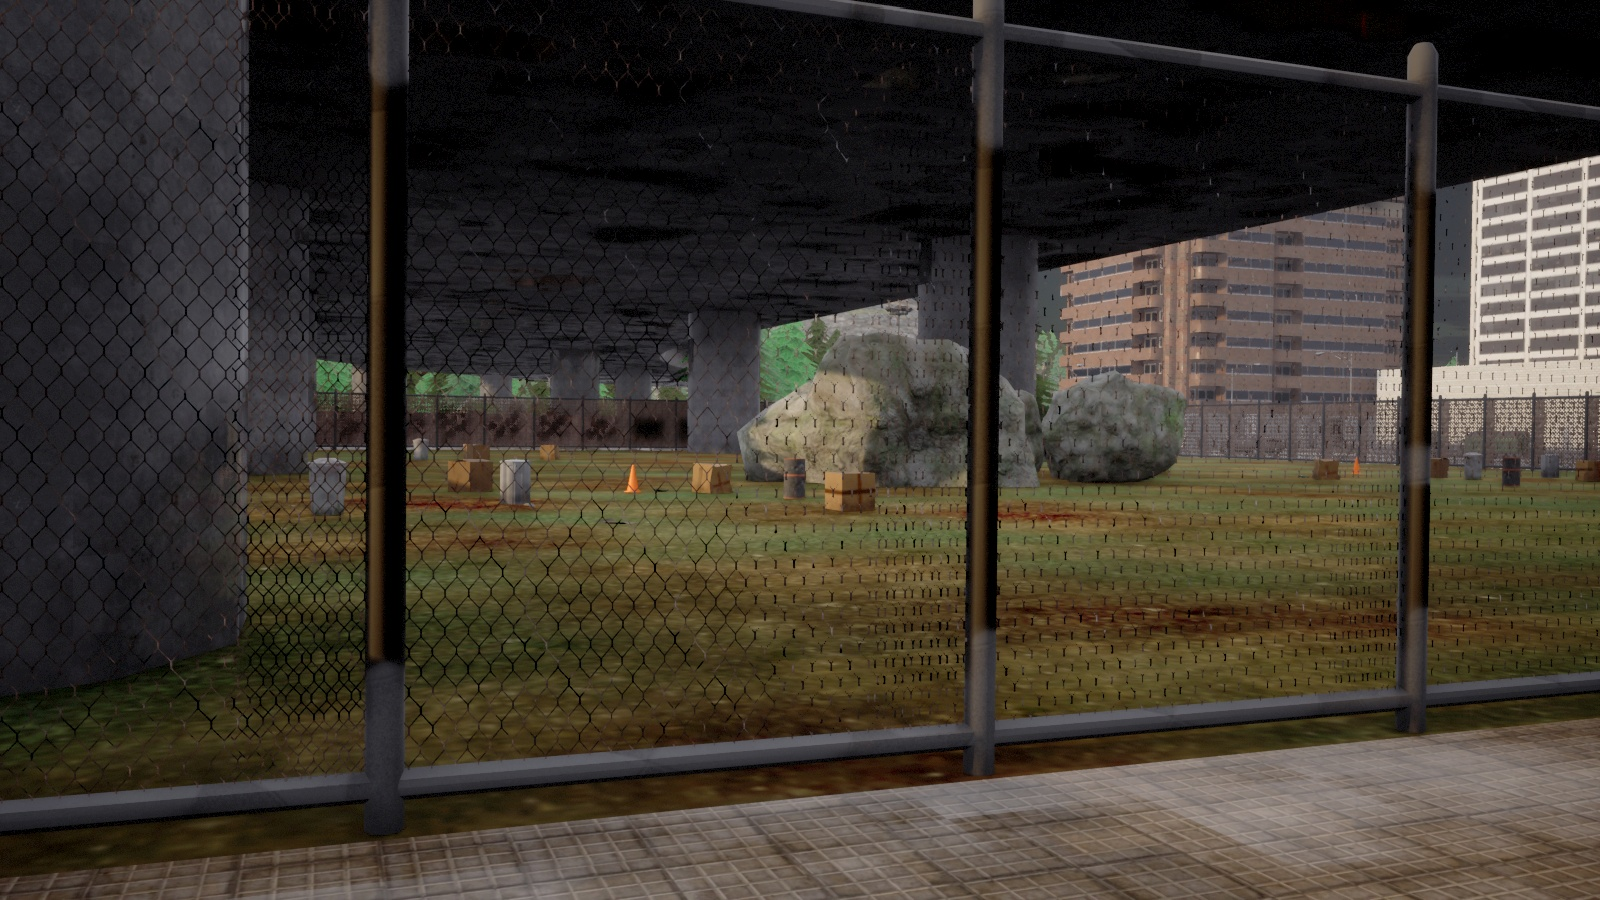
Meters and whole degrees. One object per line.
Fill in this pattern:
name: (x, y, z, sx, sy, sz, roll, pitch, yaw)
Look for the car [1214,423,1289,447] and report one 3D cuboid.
car: (30.317, -1.003, 84.476, 2.128, 1.511, 4.902, -1, 1, -21)
